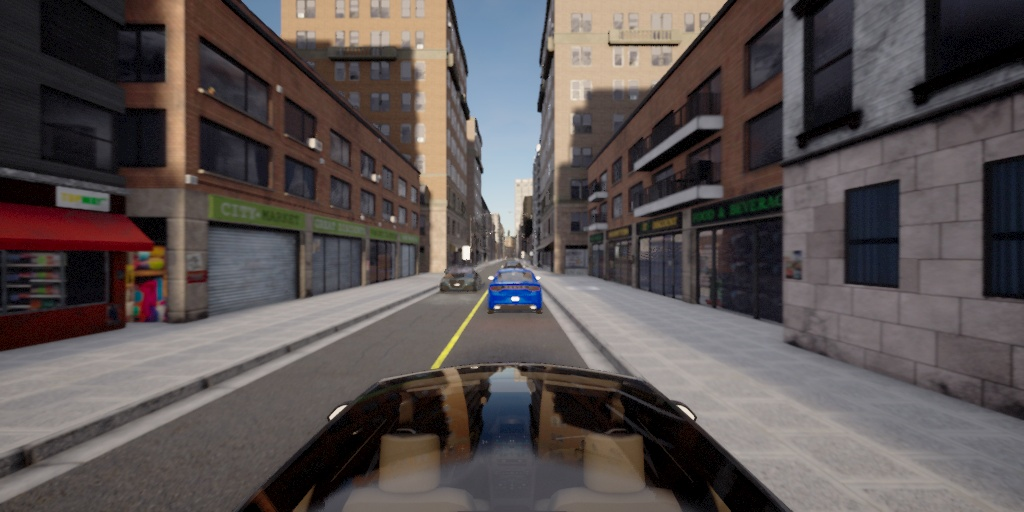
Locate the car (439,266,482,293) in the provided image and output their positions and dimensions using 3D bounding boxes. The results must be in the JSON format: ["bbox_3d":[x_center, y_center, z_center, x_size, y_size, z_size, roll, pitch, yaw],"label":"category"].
[{"bbox_3d":[-2.842,1.297,20.530,1.994,1.385,4.181,0,0,0],"label":"car"}]

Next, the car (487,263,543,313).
[{"bbox_3d":[0.104,1.217,13.940,1.882,1.535,5.008,0,0,0],"label":"car"}]
